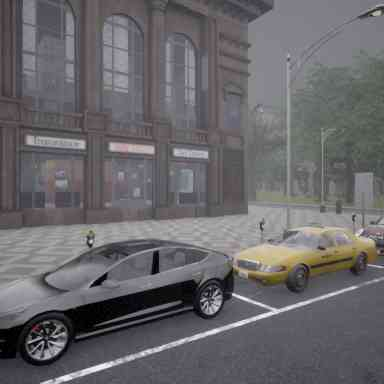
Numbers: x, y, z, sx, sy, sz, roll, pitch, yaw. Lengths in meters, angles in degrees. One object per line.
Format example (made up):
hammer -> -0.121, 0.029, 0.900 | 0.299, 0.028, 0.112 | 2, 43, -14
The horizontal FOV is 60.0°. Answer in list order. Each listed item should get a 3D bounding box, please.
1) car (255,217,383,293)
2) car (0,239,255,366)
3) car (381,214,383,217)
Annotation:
car -> 3.115, 1.526, 8.882 | 4.829, 1.417, 1.752 | 0, 0, -36
car -> -1.170, 1.566, 5.818 | 4.313, 1.339, 1.947 | 0, 0, -36
car -> 7.676, 1.441, 12.144 | 4.097, 1.590, 1.967 | 0, 0, -36
